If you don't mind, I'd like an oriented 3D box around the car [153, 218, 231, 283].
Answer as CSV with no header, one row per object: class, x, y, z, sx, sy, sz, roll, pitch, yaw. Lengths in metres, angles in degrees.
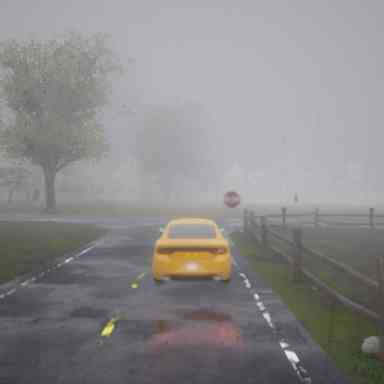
car,0.001,1.508,9.810,1.882,1.535,5.008,0,0,0
